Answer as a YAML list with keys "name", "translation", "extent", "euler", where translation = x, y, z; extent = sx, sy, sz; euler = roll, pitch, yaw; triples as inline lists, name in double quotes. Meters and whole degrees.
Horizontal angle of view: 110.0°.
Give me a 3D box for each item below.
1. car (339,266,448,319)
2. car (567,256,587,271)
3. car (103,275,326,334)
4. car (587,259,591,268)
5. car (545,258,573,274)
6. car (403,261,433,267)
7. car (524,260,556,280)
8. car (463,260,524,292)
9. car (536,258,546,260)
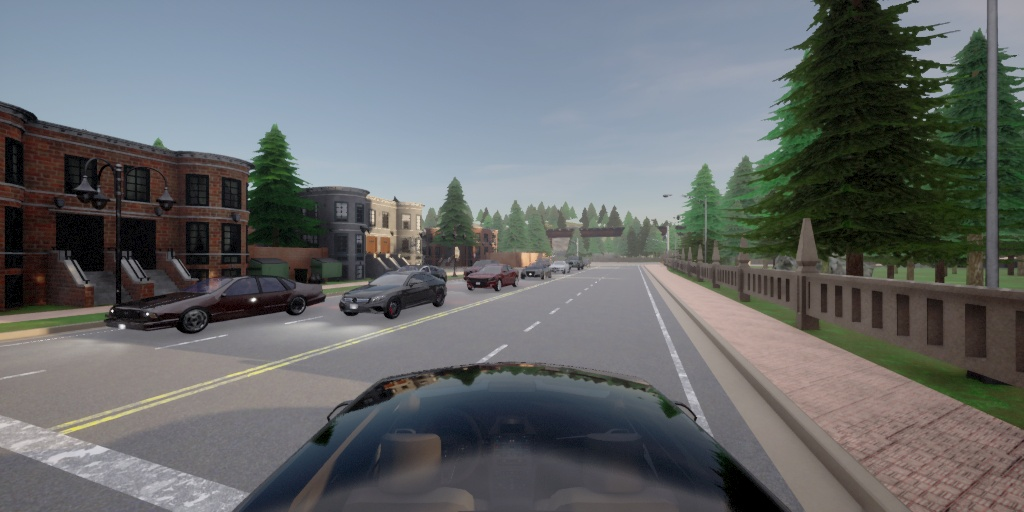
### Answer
- name: "car"
  translation: [-4.063, 1.276, 13.123]
  extent: [1.812, 1.442, 4.674]
  euler: [0, 0, 19]
- name: "car"
  translation: [8.809, 0.972, 50.848]
  extent: [2.150, 2.045, 5.566]
  euler: [0, 0, 19]
- name: "car"
  translation: [-8.459, 1.297, 11.082]
  extent: [2.033, 1.411, 5.357]
  euler: [0, 0, 19]
- name: "car"
  translation: [12.296, 1.255, 61.015]
  extent: [1.837, 1.490, 4.892]
  euler: [0, 0, 19]
- name: "car"
  translation: [5.436, 1.276, 40.978]
  extent: [1.812, 1.442, 4.674]
  euler: [0, 0, 19]
- name: "car"
  translation: [-5.403, 1.242, 20.054]
  extent: [2.128, 1.511, 4.902]
  euler: [0, 0, 18]
- name: "car"
  translation: [2.189, 1.314, 31.430]
  extent: [1.994, 1.385, 4.181]
  euler: [0, 0, 20]
- name: "car"
  translation: [-1.052, 1.228, 21.953]
  extent: [1.882, 1.535, 5.008]
  euler: [0, 0, 19]
- name: "car"
  translation: [3.912, 1.102, 47.350]
  extent: [2.097, 1.767, 4.553]
  euler: [0, 0, 19]
